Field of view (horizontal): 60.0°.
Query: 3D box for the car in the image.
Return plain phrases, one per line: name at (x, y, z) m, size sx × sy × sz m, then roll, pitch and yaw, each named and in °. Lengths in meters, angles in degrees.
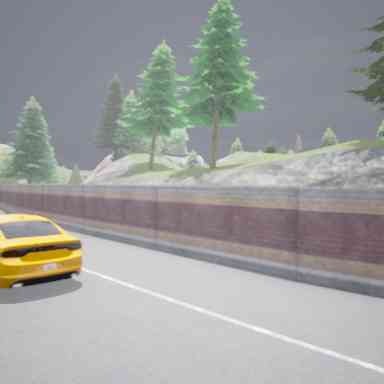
car at (-4.647, 1.315, 8.520) m, size 5.008 × 1.535 × 1.882 m, roll 2°, pitch 1°, yaw 45°
